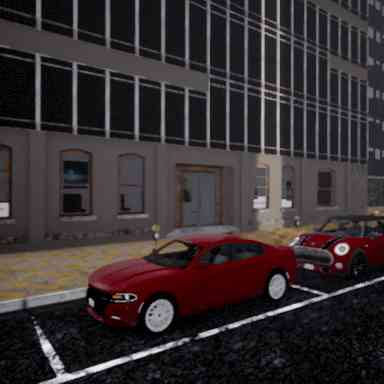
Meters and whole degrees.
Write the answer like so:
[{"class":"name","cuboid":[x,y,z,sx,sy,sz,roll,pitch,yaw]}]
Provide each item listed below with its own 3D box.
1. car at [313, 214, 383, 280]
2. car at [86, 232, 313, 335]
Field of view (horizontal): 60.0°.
[{"class":"car","cuboid":[4.713,1.437,9.916,4.097,1.590,1.967,0,0,-35]},{"class":"car","cuboid":[0.202,1.543,6.700,4.507,1.381,1.887,0,0,-35]}]
